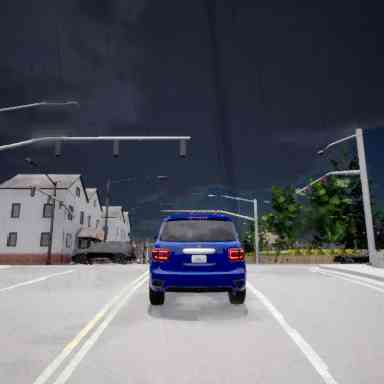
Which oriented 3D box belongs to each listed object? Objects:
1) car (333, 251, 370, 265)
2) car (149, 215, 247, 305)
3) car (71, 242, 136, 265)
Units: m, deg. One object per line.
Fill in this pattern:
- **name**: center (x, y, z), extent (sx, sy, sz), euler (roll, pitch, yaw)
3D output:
- **car**: center (15.120, 5.907, 29.568), extent (4.718, 1.301, 1.895), euler (0, -12, 1)
- **car**: center (0.085, 1.762, 9.323), extent (2.150, 2.045, 5.566), euler (0, -7, -1)
- **car**: center (-7.867, 5.576, 29.958), extent (5.566, 2.045, 2.150), euler (0, -13, 1)
